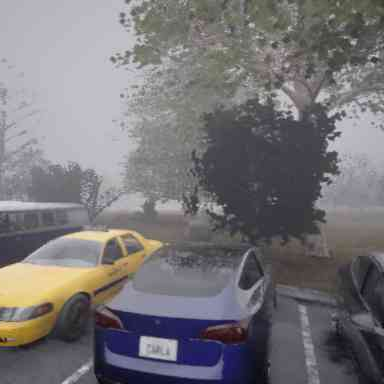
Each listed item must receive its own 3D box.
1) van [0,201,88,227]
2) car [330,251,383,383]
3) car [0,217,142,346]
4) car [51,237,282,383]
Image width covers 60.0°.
[{"bbox_3d":[-4.554,1.270,8.636,1.878,1.987,4.442,0,-1,16],"label":"van"},{"bbox_3d":[2.729,1.515,3.524,2.163,1.488,4.792,0,-1,16],"label":"car"},{"bbox_3d":[-2.157,1.488,6.835,1.946,1.575,5.366,0,-1,16],"label":"car"},{"bbox_3d":[0.317,1.520,5.313,2.163,1.488,4.792,0,-1,16],"label":"car"}]
